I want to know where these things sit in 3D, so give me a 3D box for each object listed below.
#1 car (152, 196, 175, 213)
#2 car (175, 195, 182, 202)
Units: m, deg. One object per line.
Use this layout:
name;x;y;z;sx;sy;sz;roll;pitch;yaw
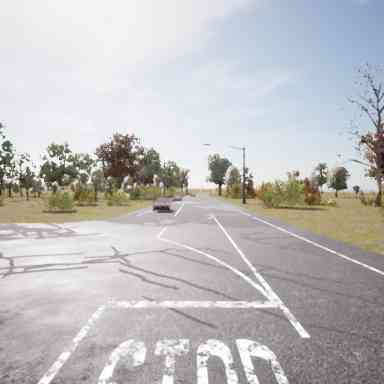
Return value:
car;-3.314;1.450;37.503;1.882;1.535;5.008;0;0;0
car;-3.209;1.430;74.338;2.128;1.511;4.902;0;0;0
